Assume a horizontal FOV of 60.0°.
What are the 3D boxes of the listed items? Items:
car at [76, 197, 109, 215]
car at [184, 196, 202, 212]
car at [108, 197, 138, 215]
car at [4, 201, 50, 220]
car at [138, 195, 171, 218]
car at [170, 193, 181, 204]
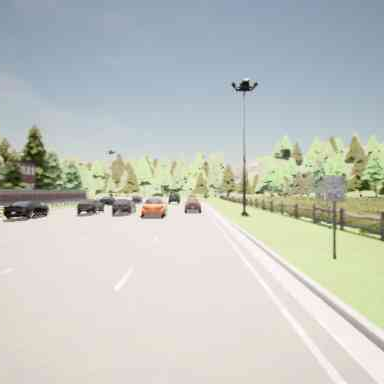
[{"bbox_3d":[-10.402,1.513,34.391,1.837,1.490,4.892,0,0,0],"label":"car"},{"bbox_3d":[0.099,1.537,38.329,1.812,1.442,4.674,0,0,0],"label":"car"},{"bbox_3d":[-6.900,1.513,34.164,1.837,1.490,4.892,0,0,0],"label":"car"},{"bbox_3d":[-13.900,1.485,28.338,1.882,1.535,5.008,0,0,0],"label":"car"},{"bbox_3d":[-3.400,1.360,30.805,2.097,1.767,4.553,0,0,0],"label":"car"},{"bbox_3d":[-3.431,1.241,65.215,2.150,2.045,5.566,0,0,-1],"label":"car"}]
